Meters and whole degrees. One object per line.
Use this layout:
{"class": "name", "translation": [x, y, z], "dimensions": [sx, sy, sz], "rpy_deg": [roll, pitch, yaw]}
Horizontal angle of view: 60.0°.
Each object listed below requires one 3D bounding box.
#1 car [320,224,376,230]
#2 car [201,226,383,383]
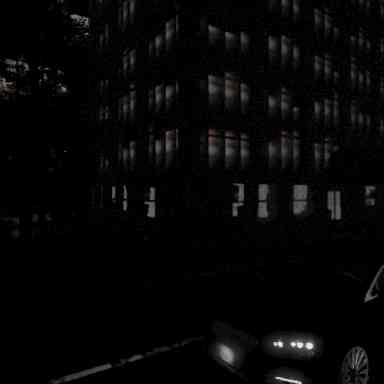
{"class": "car", "translation": [4.558, 1.644, 9.801], "dimensions": [4.403, 1.369, 2.008], "rpy_deg": [1, -1, -35]}
{"class": "car", "translation": [2.383, 1.539, 5.071], "dimensions": [4.902, 1.511, 2.128], "rpy_deg": [1, 0, -35]}
